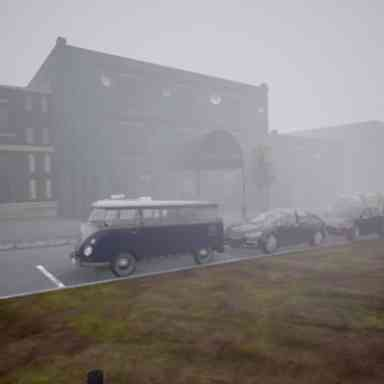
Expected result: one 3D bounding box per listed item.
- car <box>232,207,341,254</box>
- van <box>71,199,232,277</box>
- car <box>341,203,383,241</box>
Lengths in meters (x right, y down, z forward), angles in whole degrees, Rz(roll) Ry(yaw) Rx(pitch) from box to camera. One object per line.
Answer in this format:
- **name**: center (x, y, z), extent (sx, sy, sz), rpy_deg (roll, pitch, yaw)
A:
- **car**: center (3.407, 1.422, 13.148), extent (4.892, 1.521, 2.231), rpy_deg (1, 0, -37)
- **van**: center (-1.220, 1.217, 9.845), extent (4.442, 1.987, 1.878), rpy_deg (0, 0, -33)
- **car**: center (7.890, 1.454, 16.354), extent (4.792, 1.488, 2.163), rpy_deg (1, 0, -37)
